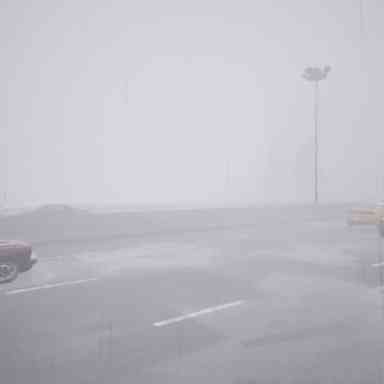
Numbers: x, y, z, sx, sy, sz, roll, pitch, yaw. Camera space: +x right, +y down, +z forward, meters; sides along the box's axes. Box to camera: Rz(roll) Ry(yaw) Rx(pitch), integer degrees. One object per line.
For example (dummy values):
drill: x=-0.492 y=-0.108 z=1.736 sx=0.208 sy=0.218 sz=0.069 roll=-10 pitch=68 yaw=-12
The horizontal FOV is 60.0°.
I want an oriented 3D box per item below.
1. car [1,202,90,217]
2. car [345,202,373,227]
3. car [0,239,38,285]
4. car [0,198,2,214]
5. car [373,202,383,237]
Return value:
car: x=-9.718 y=1.519 z=22.794 sx=5.357 sy=1.411 sz=2.033 roll=0 pitch=0 yaw=-35
car: x=11.467 y=1.360 z=20.527 sx=5.008 sy=1.535 sz=1.882 roll=0 pitch=0 yaw=-36
car: x=-6.300 y=1.605 z=7.850 sx=4.718 sy=1.301 sz=1.895 roll=0 pitch=0 yaw=-36
car: x=-17.684 y=1.218 z=25.744 sx=5.566 sy=2.045 sz=2.150 roll=-1 pitch=0 yaw=-35
car: x=10.926 y=1.251 z=15.841 sx=4.553 sy=1.767 sz=2.097 roll=0 pitch=0 yaw=-36
